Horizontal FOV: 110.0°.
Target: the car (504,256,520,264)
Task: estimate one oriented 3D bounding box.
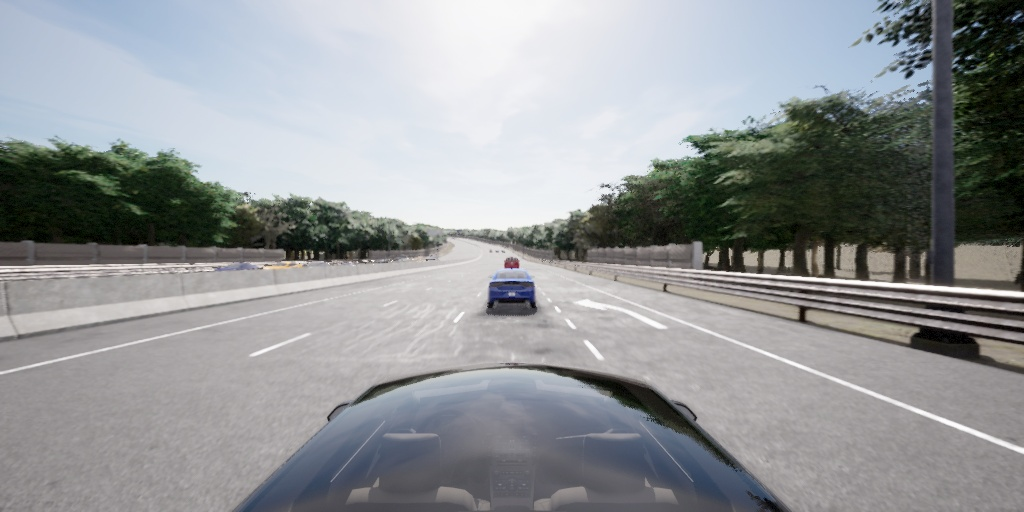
[{"bbox_3d":[-0.028,1.151,51.561,2.150,2.045,5.566,0,0,0],"label":"car"}]

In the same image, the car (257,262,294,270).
[{"bbox_3d":[-24.583,1.380,38.772,1.882,1.535,5.008,0,0,0],"label":"car"}]

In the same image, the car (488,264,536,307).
[{"bbox_3d":[-0.008,1.282,15.805,1.882,1.535,5.008,0,0,0],"label":"car"}]

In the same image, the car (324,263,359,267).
[{"bbox_3d":[-17.588,1.451,38.645,2.033,1.411,5.357,0,0,0],"label":"car"}]

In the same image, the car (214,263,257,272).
[{"bbox_3d":[-28.092,1.422,36.803,1.812,1.442,4.674,0,0,0],"label":"car"}]

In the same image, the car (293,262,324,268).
[{"bbox_3d":[-21.086,1.429,38.859,1.812,1.442,4.674,0,0,0],"label":"car"}]
